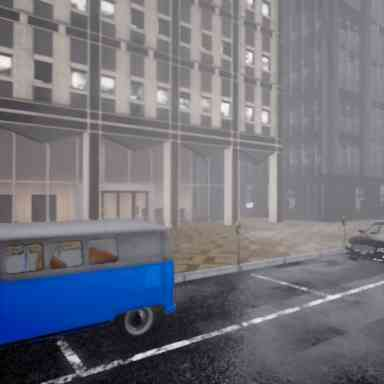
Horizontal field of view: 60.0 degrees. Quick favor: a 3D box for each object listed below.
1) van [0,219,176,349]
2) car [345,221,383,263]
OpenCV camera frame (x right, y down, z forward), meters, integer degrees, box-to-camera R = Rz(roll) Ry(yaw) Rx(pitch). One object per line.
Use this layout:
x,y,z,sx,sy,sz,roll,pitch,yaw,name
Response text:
-2.173,1.352,5.017,3.998,1.788,1.690,1,-1,-35,van
7.103,1.680,11.628,4.403,1.369,2.008,1,-1,-35,car
